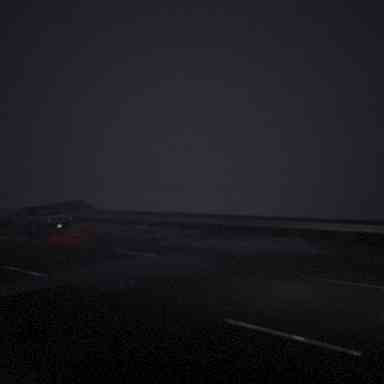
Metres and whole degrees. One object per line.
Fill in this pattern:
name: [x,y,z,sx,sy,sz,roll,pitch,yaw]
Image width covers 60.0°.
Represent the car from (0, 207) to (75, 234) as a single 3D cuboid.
car: [-8.788,1.467,18.328,4.718,1.301,1.895,0,1,30]
